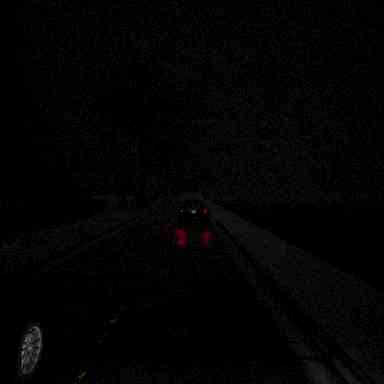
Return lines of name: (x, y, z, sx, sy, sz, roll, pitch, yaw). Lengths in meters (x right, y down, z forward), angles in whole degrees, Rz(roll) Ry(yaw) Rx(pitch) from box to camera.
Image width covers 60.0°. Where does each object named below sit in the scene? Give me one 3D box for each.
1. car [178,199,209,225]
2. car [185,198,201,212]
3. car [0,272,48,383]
car: (0.099, 1.342, 23.972, 2.097, 1.767, 4.553, 0, 0, 0)
car: (0.101, 1.506, 39.791, 1.812, 1.442, 4.674, 0, 0, 0)
car: (-2.840, 1.525, 2.743, 1.812, 1.442, 4.674, 0, 0, 0)
